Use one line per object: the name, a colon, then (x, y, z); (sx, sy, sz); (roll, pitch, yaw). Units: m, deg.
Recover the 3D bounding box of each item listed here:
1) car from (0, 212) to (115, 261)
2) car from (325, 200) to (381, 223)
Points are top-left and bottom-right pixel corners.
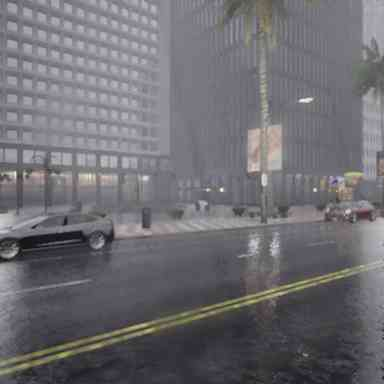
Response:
car: (-5.328, 1.527, 12.634); (4.786, 1.482, 2.161); (0, 0, -37)
car: (12.258, 1.404, 25.738); (4.553, 1.767, 2.185); (0, 0, -37)
